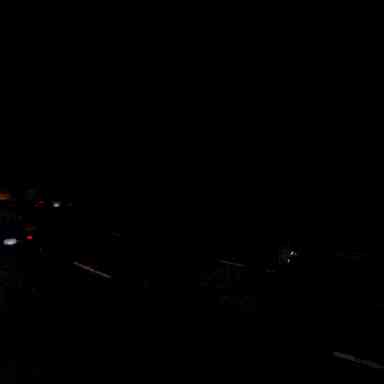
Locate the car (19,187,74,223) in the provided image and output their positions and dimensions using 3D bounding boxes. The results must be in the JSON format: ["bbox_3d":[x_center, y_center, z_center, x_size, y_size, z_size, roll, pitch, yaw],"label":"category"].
[{"bbox_3d":[-8.721,0.701,19.583,2.150,2.045,5.566,1,1,-37],"label":"car"}]

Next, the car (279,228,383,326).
[{"bbox_3d":[4.291,1.243,5.282,5.566,2.045,2.150,2,1,37],"label":"car"}]

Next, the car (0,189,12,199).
[{"bbox_3d":[-20.867,0.398,36.079,1.882,1.535,5.008,1,1,-36],"label":"car"}]

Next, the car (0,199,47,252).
[{"bbox_3d":[-6.653,1.187,11.264,1.812,1.442,4.674,0,1,-40],"label":"car"}]
